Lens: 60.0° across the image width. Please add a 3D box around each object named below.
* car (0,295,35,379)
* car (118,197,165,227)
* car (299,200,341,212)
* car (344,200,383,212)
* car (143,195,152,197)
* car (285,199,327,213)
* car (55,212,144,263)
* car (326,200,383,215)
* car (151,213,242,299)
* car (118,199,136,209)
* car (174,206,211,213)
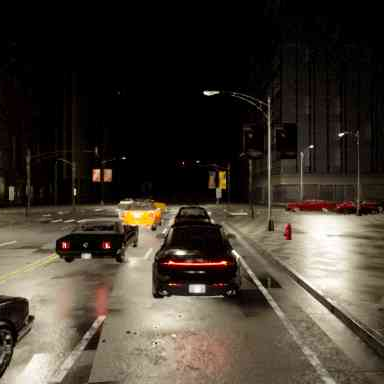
[{"bbox_3d":[-3.154,1.548,2.284,2.033,1.411,5.357,0,0,0],"label":"car"},{"bbox_3d":[-3.118,1.396,21.065,2.097,1.767,4.553,0,0,0],"label":"car"},{"bbox_3d":[15.244,1.663,39.860,4.313,1.339,1.947,0,0,-1],"label":"car"},{"bbox_3d":[20.884,1.644,39.940,4.313,1.339,1.947,0,0,-1],"label":"car"},{"bbox_3d":[-9.645,1.603,71.837,2.150,2.045,5.566,0,0,0],"label":"car"},{"bbox_3d":[12.962,1.550,37.075,5.008,1.535,1.882,0,-1,-1],"label":"car"},{"bbox_3d":[-3.131,1.615,12.071,1.895,1.301,4.718,0,0,0],"label":"car"},{"bbox_3d":[15.361,1.577,31.336,4.206,1.307,1.802,0,0,-1],"label":"car"},{"bbox_3d":[0.110,1.512,8.463,1.837,1.490,4.892,0,0,0],"label":"car"},{"bbox_3d":[-9.769,1.746,50.475,1.812,1.442,4.674,0,0,0],"label":"car"},{"bbox_3d":[0.026,1.510,17.954,1.882,1.535,5.008,0,0,0],"label":"car"}]
